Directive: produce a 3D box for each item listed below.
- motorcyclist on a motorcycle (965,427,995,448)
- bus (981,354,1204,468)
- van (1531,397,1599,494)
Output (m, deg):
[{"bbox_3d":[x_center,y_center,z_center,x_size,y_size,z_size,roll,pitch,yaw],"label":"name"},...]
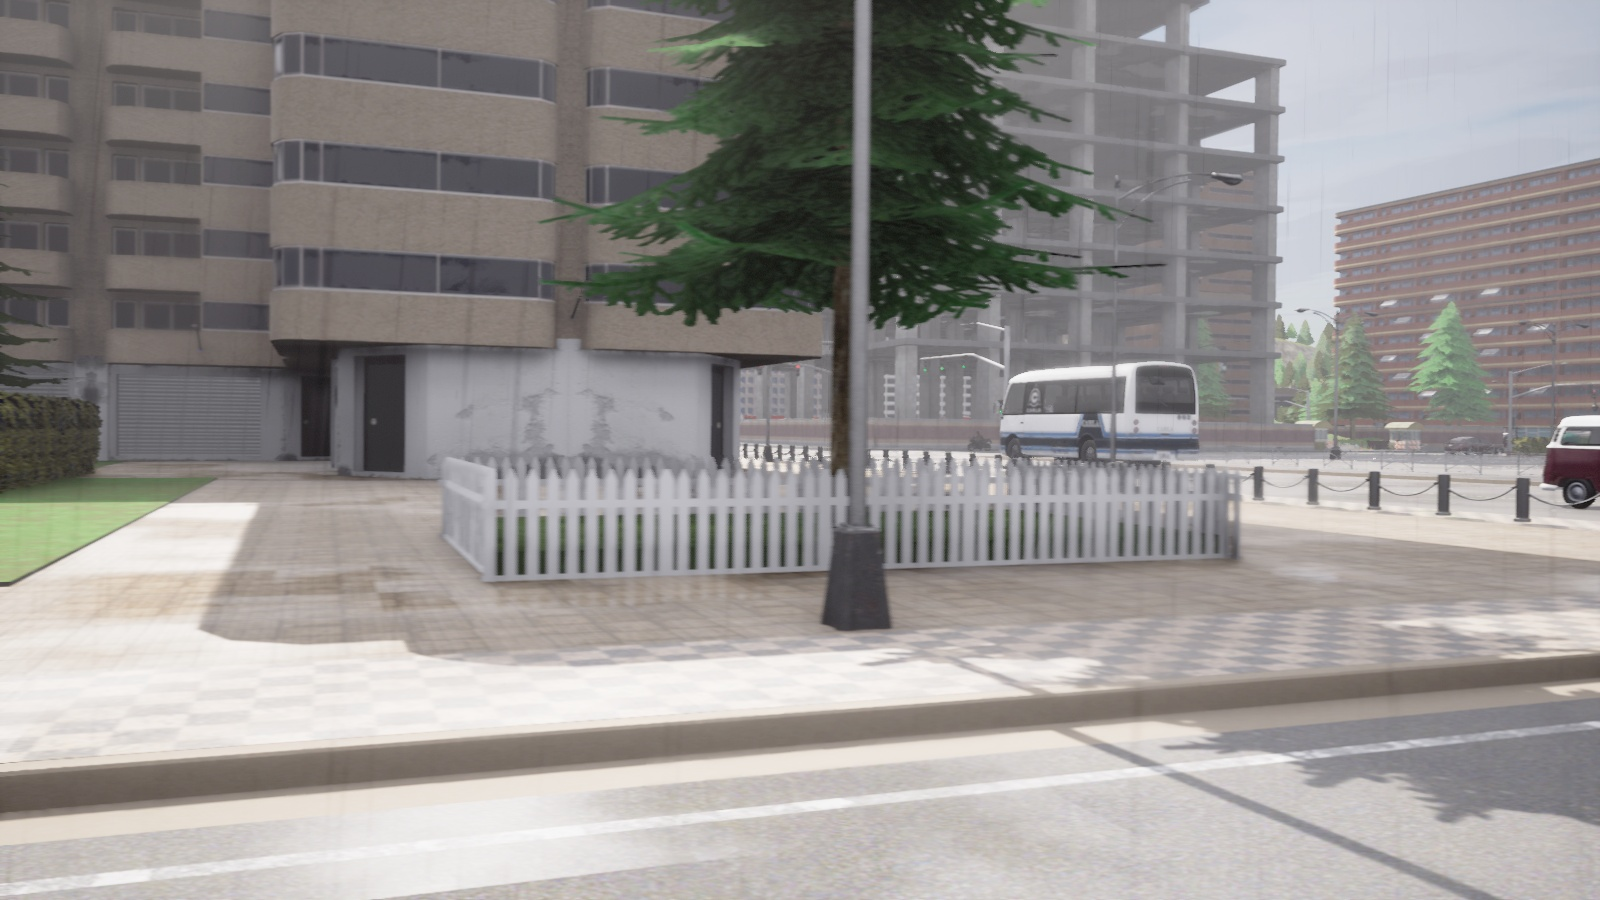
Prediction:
[{"bbox_3d":[13.299,-0.932,92.978,2.044,1.523,0.797,-1,1,-21],"label":"motorcyclist on a motorcycle"},{"bbox_3d":[11.839,-1.559,52.408,3.944,4.253,10.273,-1,1,-21],"label":"bus"},{"bbox_3d":[18.100,-0.103,26.334,2.069,2.038,4.480,-1,1,-21],"label":"van"}]
